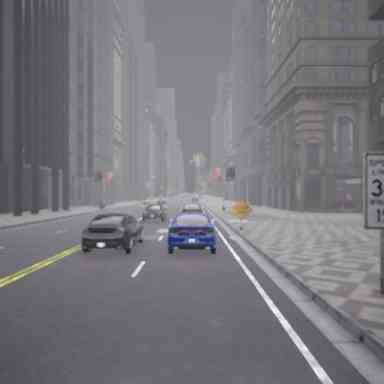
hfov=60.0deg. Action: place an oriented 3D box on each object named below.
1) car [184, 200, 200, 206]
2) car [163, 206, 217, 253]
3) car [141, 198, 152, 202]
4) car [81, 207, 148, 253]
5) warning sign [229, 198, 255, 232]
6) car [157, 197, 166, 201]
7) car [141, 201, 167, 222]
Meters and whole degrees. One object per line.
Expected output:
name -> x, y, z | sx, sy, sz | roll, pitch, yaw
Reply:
car -> 0.008, 1.752, 29.472 | 1.882, 1.535, 5.008 | 0, 0, 0
car -> 0.008, 1.613, 14.469 | 1.882, 1.535, 5.008 | 0, 0, 0
car -> -9.749, 2.116, 71.750 | 1.882, 1.535, 5.008 | 0, 0, 0
car -> -3.244, 1.642, 14.294 | 1.837, 1.490, 4.892 | 0, 0, 0
warning sign -> 2.858, 1.295, 19.214 | 1.300, 1.860, 1.060 | 1, 0, 0
car -> -6.499, 2.233, 71.718 | 1.895, 1.301, 4.718 | 0, 0, 0
car -> -3.243, 1.799, 29.407 | 1.812, 1.442, 4.674 | 0, 0, 0
